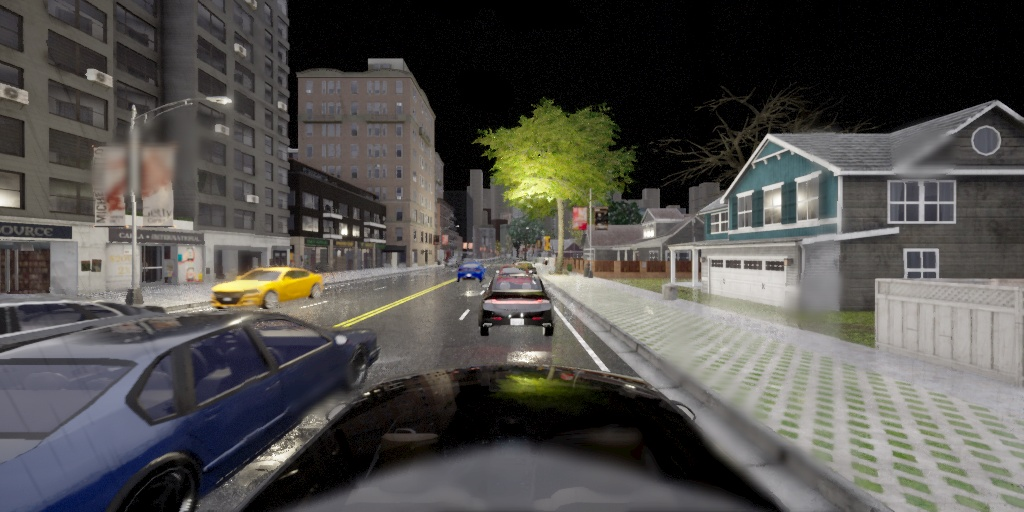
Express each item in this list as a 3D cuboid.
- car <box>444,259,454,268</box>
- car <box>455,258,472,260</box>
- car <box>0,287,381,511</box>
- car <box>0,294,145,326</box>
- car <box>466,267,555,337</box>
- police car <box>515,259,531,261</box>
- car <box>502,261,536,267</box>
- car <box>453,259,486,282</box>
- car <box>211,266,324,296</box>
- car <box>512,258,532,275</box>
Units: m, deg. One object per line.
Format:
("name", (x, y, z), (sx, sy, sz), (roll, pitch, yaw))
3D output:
("car", (-9.772, 1.184, 58.473), (2.128, 1.511, 4.902), (0, 0, 0))
("car", (-6.537, 1.051, 52.133), (2.097, 1.767, 4.553), (0, 0, 0))
("car", (-3.147, 1.297, 3.621), (2.033, 1.411, 5.357), (0, 0, 0))
("car", (-6.596, 1.241, 3.956), (2.128, 1.511, 4.902), (0, 0, 0))
("car", (0.113, 1.239, 10.346), (2.128, 1.511, 4.902), (0, 0, 0))
("police car", (1.008, 1.156, 29.578), (1.930, 1.638, 5.238), (0, 0, 0))
("car", (0.122, 1.219, 19.849), (1.882, 1.535, 5.008), (0, 0, 0))
("car", (-3.119, 1.209, 28.395), (1.882, 1.535, 5.008), (0, 0, 0))
("car", (-9.834, 1.223, 14.878), (1.882, 1.535, 5.008), (0, 0, 0))
("car", (1.019, 1.069, 39.439), (2.097, 1.767, 4.553), (0, 0, 0))
